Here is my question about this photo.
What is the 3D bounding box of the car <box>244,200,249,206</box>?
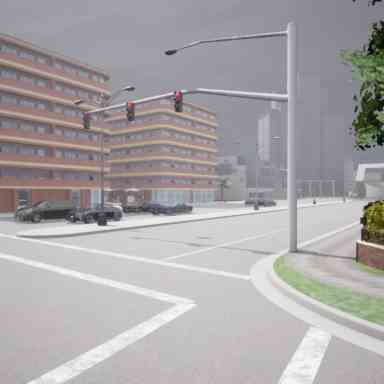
[{"bbox_3d":[10.585,1.548,55.237,2.033,1.411,5.357,0,0,36],"label":"car"}]

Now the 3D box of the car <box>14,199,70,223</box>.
[{"bbox_3d":[-11.118,1.352,25.585,2.097,1.767,4.553,0,0,36],"label":"car"}]

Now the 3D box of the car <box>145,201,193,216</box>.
[{"bbox_3d":[-1.958,1.598,32.211,1.895,1.301,4.718,0,0,36],"label":"car"}]

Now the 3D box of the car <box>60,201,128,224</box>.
[{"bbox_3d":[-7.259,1.564,24.929,1.994,1.385,4.181,0,0,36],"label":"car"}]

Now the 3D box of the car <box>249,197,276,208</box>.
[{"bbox_3d":[10.864,1.601,49.738,1.895,1.301,4.718,0,0,37],"label":"car"}]

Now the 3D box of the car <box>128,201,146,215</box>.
[{"bbox_3d":[-5.029,1.600,33.943,1.895,1.301,4.718,0,0,36],"label":"car"}]
